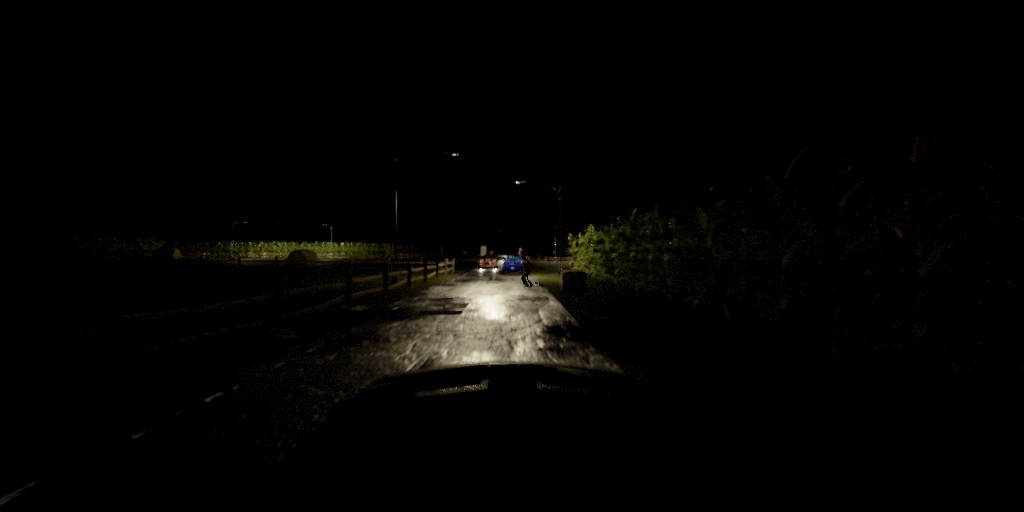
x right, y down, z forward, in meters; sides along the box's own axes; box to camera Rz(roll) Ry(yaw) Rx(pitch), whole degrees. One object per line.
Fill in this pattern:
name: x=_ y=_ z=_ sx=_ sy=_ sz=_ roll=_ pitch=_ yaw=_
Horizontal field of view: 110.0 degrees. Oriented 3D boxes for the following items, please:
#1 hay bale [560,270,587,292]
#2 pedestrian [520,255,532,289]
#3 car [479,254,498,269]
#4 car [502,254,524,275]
hay bale: x=3.128 y=1.203 z=18.371 sx=1.220 sy=1.180 sz=1.240 roll=0 pitch=0 yaw=0
pedestrian: x=0.761 y=0.831 z=19.348 sx=0.375 sy=1.860 sz=0.375 roll=0 pitch=1 yaw=-3
car: x=-2.811 y=0.589 z=44.108 sx=2.097 sy=1.767 sz=4.553 roll=0 pitch=1 yaw=0
car: x=0.064 y=0.850 z=32.881 sx=1.882 sy=1.535 sz=5.008 roll=0 pitch=1 yaw=0
